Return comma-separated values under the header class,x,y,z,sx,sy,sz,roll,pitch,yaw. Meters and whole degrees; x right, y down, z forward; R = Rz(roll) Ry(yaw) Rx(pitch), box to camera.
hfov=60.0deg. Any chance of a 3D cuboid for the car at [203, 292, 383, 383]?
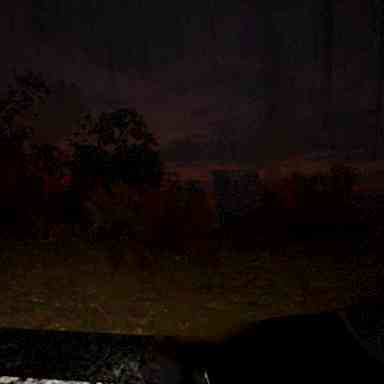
class,x,y,z,sx,sy,sz,roll,pitch,yaw
car,2.422,1.573,2.839,4.674,1.442,1.812,0,-1,7
